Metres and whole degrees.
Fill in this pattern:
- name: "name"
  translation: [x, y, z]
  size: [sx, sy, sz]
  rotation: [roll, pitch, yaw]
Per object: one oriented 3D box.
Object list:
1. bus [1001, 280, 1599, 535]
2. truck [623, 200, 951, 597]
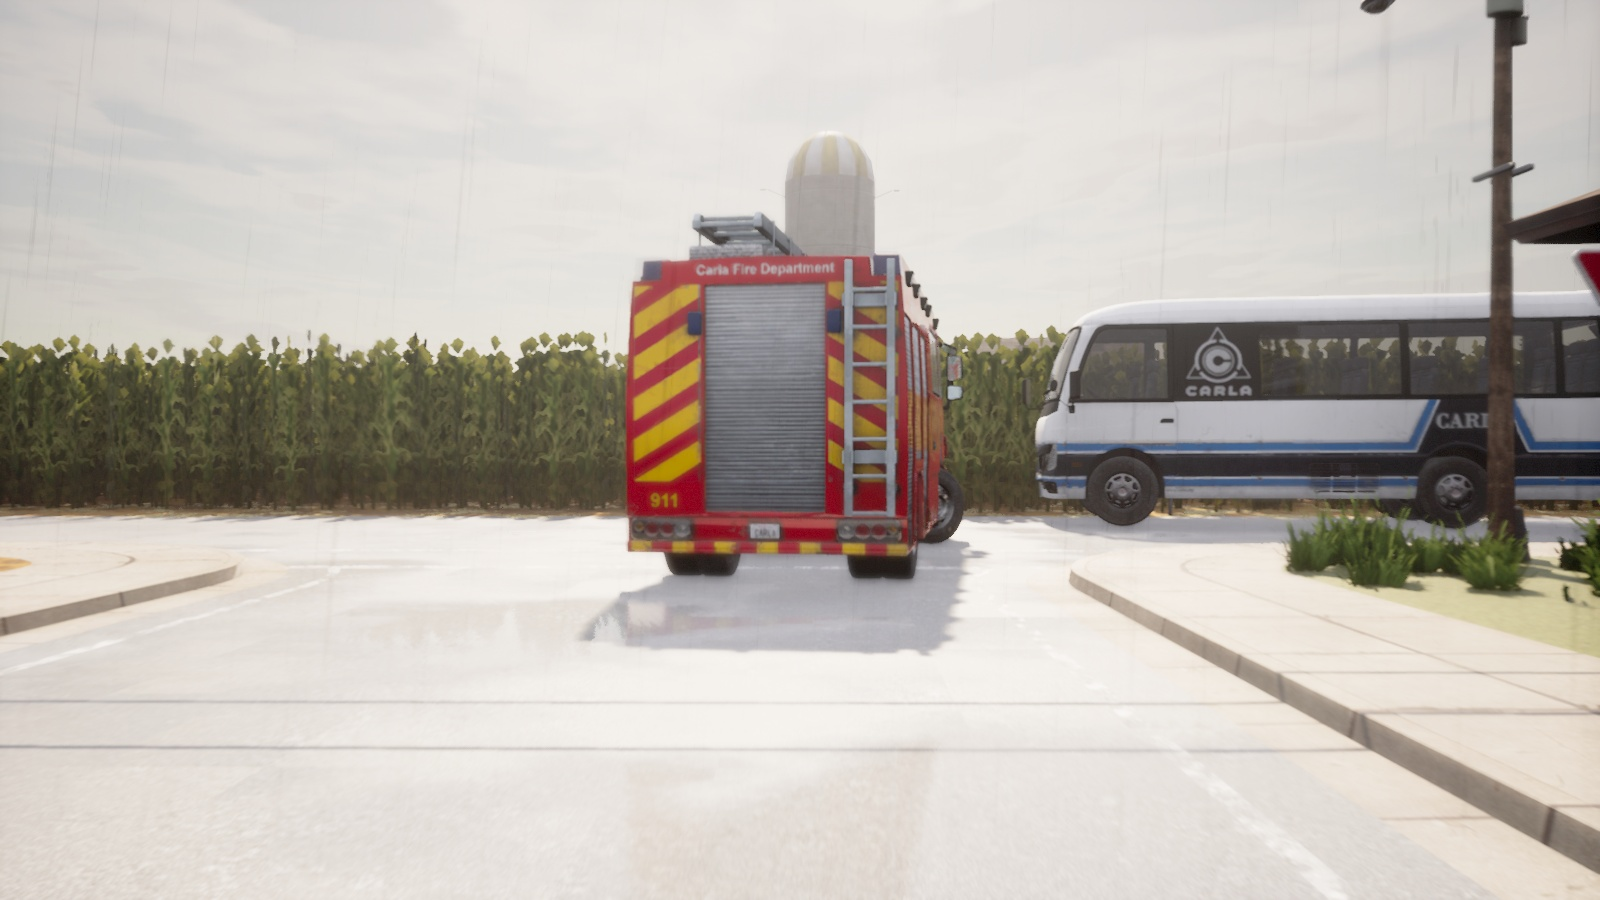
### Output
- name: "bus"
  translation: [9.014, -0.705, 23.543]
  size: [10.273, 4.253, 3.944]
  rotation: [0, 0, 8]
- name: "truck"
  translation: [0.348, -0.509, 16.515]
  size: [2.891, 3.827, 8.468]
  rotation: [0, 0, 9]
